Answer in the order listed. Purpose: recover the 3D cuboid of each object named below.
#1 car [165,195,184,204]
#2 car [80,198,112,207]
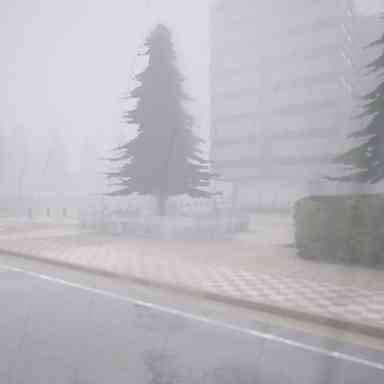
[{"bbox_3d":[-3.918,1.320,64.925,2.150,2.045,5.566,0,0,36],"label":"car"},{"bbox_3d":[-14.514,1.609,50.257,1.895,1.301,4.718,0,0,36],"label":"car"}]
